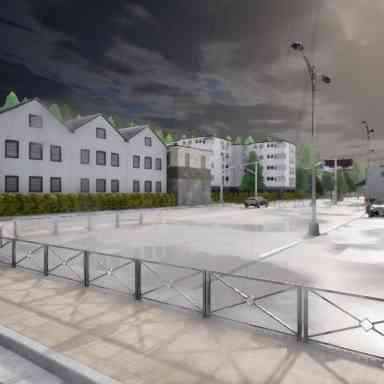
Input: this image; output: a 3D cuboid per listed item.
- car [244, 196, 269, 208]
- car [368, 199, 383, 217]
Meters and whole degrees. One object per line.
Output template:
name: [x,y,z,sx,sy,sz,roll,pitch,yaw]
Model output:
car: [8.480,1.300,43.466,2.128,1.511,4.902,0,0,33]
car: [15.477,1.298,26.771,2.007,1.523,4.514,0,0,35]
